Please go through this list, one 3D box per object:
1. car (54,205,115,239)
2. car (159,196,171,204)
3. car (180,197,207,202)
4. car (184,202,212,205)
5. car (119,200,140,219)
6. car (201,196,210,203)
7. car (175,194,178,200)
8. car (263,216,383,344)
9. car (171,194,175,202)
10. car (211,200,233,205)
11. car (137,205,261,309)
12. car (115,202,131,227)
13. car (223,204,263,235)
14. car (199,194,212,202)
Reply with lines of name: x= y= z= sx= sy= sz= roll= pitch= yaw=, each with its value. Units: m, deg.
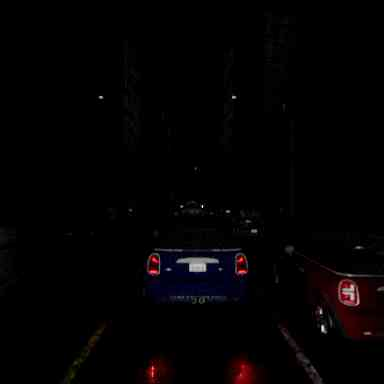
car: x=-5.665 y=1.579 z=17.452 sx=1.947 sy=1.339 sz=4.313 roll=0 pitch=0 yaw=0
car: x=-5.613 y=1.669 z=65.558 sx=1.802 sy=1.307 sz=4.206 roll=0 pitch=0 yaw=0
car: x=0.010 y=1.478 z=27.318 sx=1.801 sy=1.575 sz=5.366 roll=0 pitch=0 yaw=0
car: x=0.102 y=1.490 z=17.296 sx=1.882 sy=1.535 sz=5.008 roll=0 pitch=0 yaw=0
car: x=-5.661 y=1.462 z=28.455 sx=1.967 sy=1.590 sz=4.097 roll=0 pitch=0 yaw=0
car: x=2.924 y=1.626 z=71.121 sx=1.752 sy=1.417 sz=4.829 roll=0 pitch=0 yaw=0
car: x=-5.554 y=1.699 z=92.430 sx=1.752 sy=1.417 sz=4.829 roll=0 pitch=0 yaw=0
car: x=2.856 y=1.444 z=6.446 sx=1.967 sy=1.590 sz=4.097 roll=0 pitch=0 yaw=0
car: x=-5.589 y=1.667 z=76.374 sx=2.008 sy=1.369 sz=4.403 roll=0 pitch=0 yaw=0
car: x=2.864 y=1.588 z=28.451 sx=1.947 sy=1.339 sz=4.313 roll=0 pitch=0 yaw=0
car: x=0.102 y=1.358 z=8.015 sx=2.097 sy=1.767 sz=4.553 roll=0 pitch=0 yaw=0
car: x=-5.663 y=1.599 z=22.953 sx=1.802 sy=1.307 sz=4.206 roll=0 pitch=0 yaw=0
car: x=2.860 y=1.563 z=17.449 sx=2.008 sy=1.369 sz=4.403 roll=0 pitch=0 yaw=0
car: x=2.912 y=1.527 z=65.542 sx=1.967 sy=1.590 sz=4.097 roll=0 pitch=0 yaw=0
